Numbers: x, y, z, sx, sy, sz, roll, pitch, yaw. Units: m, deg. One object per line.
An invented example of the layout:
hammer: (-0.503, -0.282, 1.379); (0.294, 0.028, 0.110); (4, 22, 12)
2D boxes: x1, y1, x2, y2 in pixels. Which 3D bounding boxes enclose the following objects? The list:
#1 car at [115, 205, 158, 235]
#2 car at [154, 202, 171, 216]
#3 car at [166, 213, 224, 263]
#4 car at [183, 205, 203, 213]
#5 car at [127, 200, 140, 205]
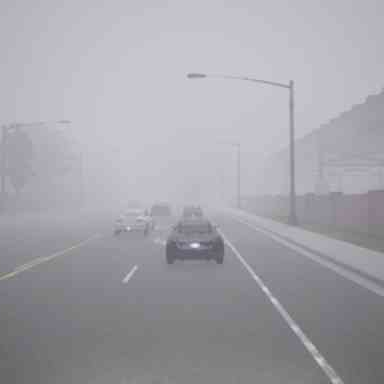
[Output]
car: (-3.403, 1.744, 20.164); (1.812, 1.442, 4.674); (0, -1, 0)
car: (-3.406, 1.876, 37.020); (1.882, 1.535, 5.008); (0, -1, 0)
car: (0.099, 1.701, 12.626); (1.994, 1.385, 4.181); (0, -1, 0)
car: (0.095, 1.964, 33.724); (1.895, 1.301, 4.718); (0, -1, 0)
car: (-10.511, 2.162, 59.969); (1.837, 1.490, 4.892); (0, -1, 0)
